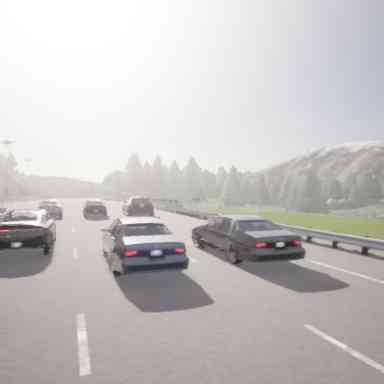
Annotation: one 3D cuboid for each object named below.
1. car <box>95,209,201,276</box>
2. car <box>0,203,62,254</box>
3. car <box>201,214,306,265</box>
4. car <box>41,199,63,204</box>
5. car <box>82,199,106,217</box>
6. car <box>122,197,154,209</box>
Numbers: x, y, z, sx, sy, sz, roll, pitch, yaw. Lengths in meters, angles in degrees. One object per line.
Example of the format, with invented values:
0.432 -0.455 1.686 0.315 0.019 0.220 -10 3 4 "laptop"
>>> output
-1.699 1.483 10.310 2.033 1.411 5.357 0 0 -20 "car"
-6.246 1.403 12.612 2.128 1.511 4.902 0 0 -20 "car"
1.583 1.480 11.525 2.033 1.411 5.357 0 0 -20 "car"
-11.773 1.333 27.633 1.812 1.442 4.674 0 0 -20 "car"
-8.491 1.334 28.849 1.812 1.442 4.674 0 0 -20 "car"
-4.761 1.168 28.829 2.097 1.767 4.553 0 0 -20 "car"
